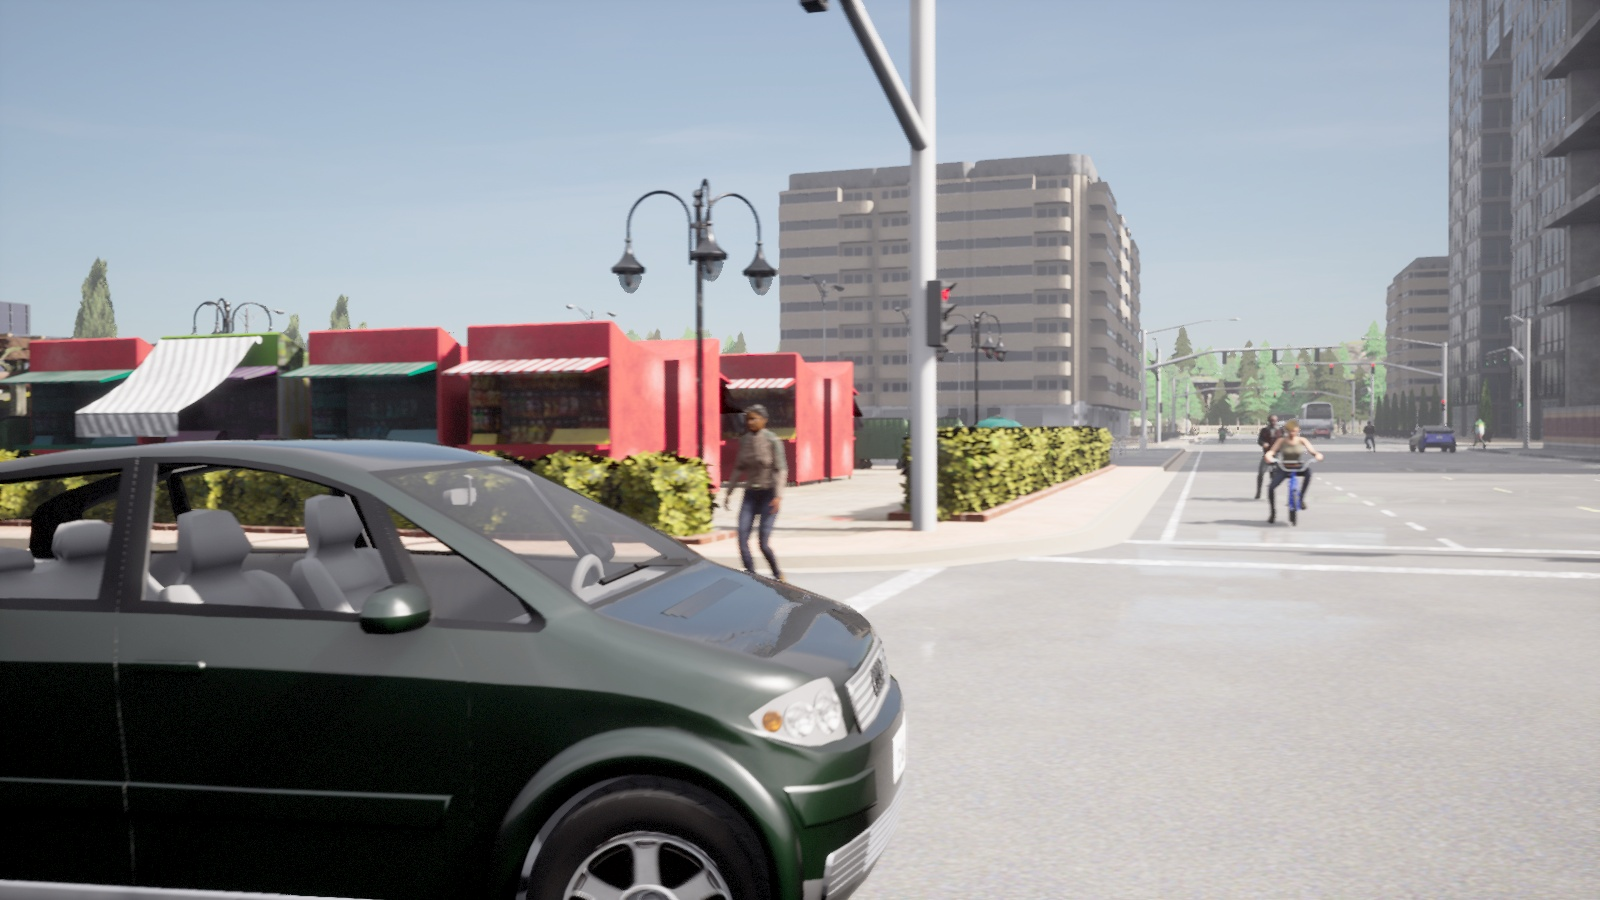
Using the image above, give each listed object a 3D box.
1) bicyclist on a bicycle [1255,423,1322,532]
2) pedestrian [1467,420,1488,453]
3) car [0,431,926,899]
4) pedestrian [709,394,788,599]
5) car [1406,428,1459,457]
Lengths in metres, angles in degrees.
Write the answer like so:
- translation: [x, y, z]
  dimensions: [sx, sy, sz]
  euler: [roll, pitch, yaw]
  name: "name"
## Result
- translation: [7.501, 0.393, 19.343]
  dimensions: [0.866, 1.612, 1.509]
  euler: [0, 1, 18]
  name: "bicyclist on a bicycle"
- translation: [40.134, -0.798, 74.390]
  dimensions: [0.659, 1.952, 0.873]
  euler: [0, 1, -22]
  name: "pedestrian"
- translation: [-1.498, 0.729, 4.200]
  dimensions: [3.705, 1.549, 1.789]
  euler: [0, 1, 9]
  name: "car"
- translation: [-0.465, 0.401, 11.521]
  dimensions: [0.328, 1.805, 0.869]
  euler: [1, 1, 27]
  name: "pedestrian"
- translation: [35.146, -0.433, 69.882]
  dimensions: [2.007, 1.525, 4.514]
  euler: [0, 1, 18]
  name: "car"
